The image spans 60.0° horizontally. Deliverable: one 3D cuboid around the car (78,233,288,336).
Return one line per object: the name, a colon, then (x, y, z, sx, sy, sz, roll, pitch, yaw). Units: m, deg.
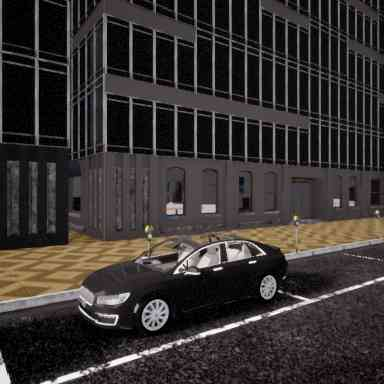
car: (0.045, 1.551, 6.592, 4.403, 1.369, 2.008, 0, 0, -35)
